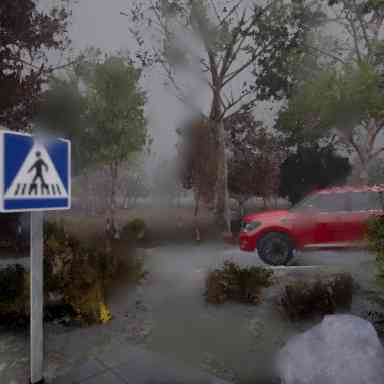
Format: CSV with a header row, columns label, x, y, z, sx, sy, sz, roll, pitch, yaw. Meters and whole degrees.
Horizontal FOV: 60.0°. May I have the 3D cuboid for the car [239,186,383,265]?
label,x,y,z,sx,sy,sz,roll,pitch,yaw
car,4.132,0.884,9.488,5.566,2.045,2.150,-2,-1,13
